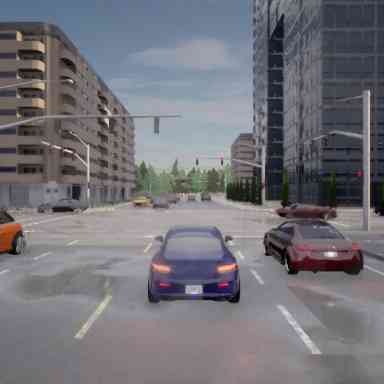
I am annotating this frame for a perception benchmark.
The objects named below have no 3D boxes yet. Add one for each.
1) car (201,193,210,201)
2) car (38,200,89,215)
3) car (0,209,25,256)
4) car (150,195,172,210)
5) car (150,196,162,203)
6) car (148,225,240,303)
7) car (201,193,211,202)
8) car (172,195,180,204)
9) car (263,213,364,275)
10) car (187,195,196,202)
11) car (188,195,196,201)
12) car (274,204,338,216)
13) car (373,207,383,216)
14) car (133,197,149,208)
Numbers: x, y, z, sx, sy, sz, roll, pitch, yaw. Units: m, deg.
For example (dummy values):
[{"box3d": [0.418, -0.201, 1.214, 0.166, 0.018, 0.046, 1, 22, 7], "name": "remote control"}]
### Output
[{"box3d": [3.459, 1.225, 87.802, 2.150, 2.045, 5.566, 0, 0, 1], "name": "car"}, {"box3d": [-13.188, 1.540, 34.346, 4.902, 1.511, 2.128, 0, 1, -19], "name": "car"}, {"box3d": [-7.124, 1.352, 10.184, 2.097, 1.767, 4.553, 0, 0, 0], "name": "car"}, {"box3d": [-3.948, 1.478, 42.660, 1.882, 1.535, 5.008, 0, 0, -1], "name": "car"}, {"box3d": [-7.277, 1.507, 67.684, 1.837, 1.490, 4.892, 0, -1, 1], "name": "car"}, {"box3d": [0.047, 1.526, 8.073, 1.812, 1.442, 4.674, 0, 0, 0], "name": "car"}, {"box3d": [3.350, 1.355, 77.639, 2.097, 1.767, 4.553, 0, 0, 1], "name": "car"}, {"box3d": [-3.882, 1.351, 61.880, 2.097, 1.767, 4.553, 0, 0, 1], "name": "car"}, {"box3d": [3.556, 1.564, 10.496, 1.994, 1.385, 4.181, 0, 0, 0], "name": "car"}, {"box3d": [-0.151, 1.540, 77.431, 2.033, 1.411, 5.357, 0, 0, 1], "name": "car"}, {"box3d": [-0.041, 1.525, 87.775, 2.128, 1.511, 4.902, 0, 0, 1], "name": "car"}, {"box3d": [9.196, 1.649, 27.015, 4.718, 1.301, 1.895, 0, 0, 6], "name": "car"}, {"box3d": [19.459, 1.656, 30.678, 4.718, 1.301, 1.895, 0, 0, 0], "name": "car"}, {"box3d": [-7.488, 1.477, 49.071, 1.882, 1.535, 5.008, 0, 0, 0], "name": "car"}]
